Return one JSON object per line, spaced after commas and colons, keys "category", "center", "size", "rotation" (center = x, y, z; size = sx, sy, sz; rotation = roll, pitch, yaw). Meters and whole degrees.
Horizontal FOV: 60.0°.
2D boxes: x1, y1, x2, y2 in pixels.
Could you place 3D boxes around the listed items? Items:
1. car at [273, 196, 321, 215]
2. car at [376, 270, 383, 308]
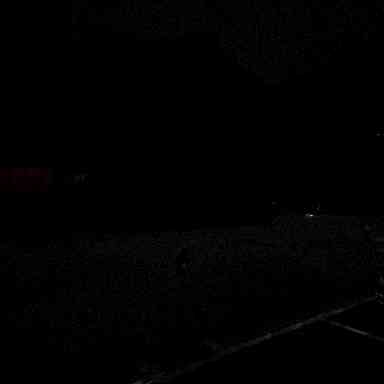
{"category": "car", "center": [11.621, 1.471, 37.281], "size": [2.150, 2.045, 5.566], "rotation": [0, -1, -35]}
{"category": "car", "center": [5.359, 1.551, 6.601], "size": [4.403, 1.369, 2.008], "rotation": [0, 0, -35]}
